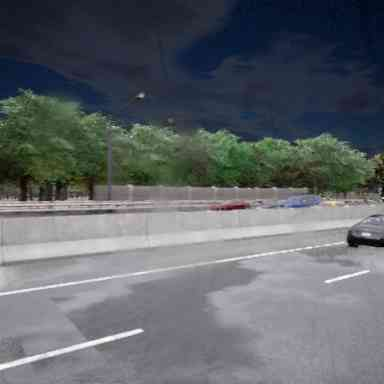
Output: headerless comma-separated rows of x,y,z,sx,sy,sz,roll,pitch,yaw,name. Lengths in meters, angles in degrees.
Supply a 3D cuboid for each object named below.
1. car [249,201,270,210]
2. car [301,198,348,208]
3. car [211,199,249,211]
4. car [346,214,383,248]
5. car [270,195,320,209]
9.033,1.630,36.216,4.902,1.511,2.128,0,0,-35,car
12.491,1.613,30.090,5.008,1.535,1.882,0,0,-35,car
4.378,1.601,37.205,5.008,1.535,1.882,0,0,-35,car
8.476,1.644,14.223,4.181,1.385,1.994,0,0,-36,car
10.774,1.360,33.162,5.566,2.045,2.150,1,0,-35,car
